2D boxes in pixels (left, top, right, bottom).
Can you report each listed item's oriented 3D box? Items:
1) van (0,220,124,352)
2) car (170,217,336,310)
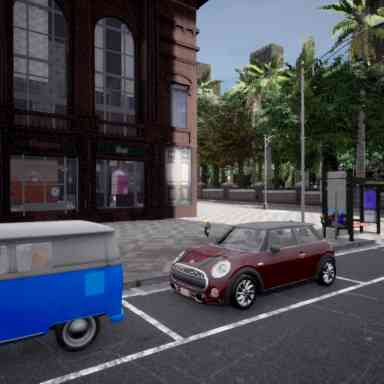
[{"bbox_3d":[-2.941,1.341,4.557,3.998,1.788,1.690,0,0,-36],"label":"van"},{"bbox_3d":[1.475,1.439,7.710,4.097,1.590,1.967,0,0,-36],"label":"car"}]
